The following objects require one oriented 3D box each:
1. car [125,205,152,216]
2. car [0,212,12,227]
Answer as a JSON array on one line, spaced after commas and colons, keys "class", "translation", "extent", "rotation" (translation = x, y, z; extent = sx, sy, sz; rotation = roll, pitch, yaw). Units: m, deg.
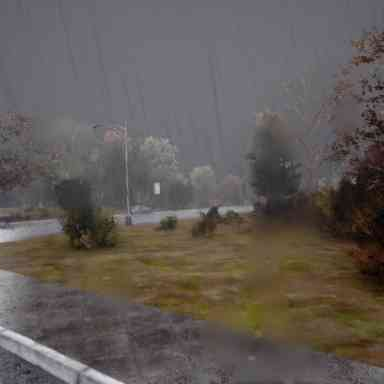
[{"class": "car", "translation": [-7.425, 2.572, 46.231], "extent": [1.994, 1.385, 4.181], "rotation": [-3, -2, 32]}, {"class": "car", "translation": [-18.451, 2.443, 29.103], "extent": [1.837, 1.490, 4.892], "rotation": [-3, -2, 34]}]
